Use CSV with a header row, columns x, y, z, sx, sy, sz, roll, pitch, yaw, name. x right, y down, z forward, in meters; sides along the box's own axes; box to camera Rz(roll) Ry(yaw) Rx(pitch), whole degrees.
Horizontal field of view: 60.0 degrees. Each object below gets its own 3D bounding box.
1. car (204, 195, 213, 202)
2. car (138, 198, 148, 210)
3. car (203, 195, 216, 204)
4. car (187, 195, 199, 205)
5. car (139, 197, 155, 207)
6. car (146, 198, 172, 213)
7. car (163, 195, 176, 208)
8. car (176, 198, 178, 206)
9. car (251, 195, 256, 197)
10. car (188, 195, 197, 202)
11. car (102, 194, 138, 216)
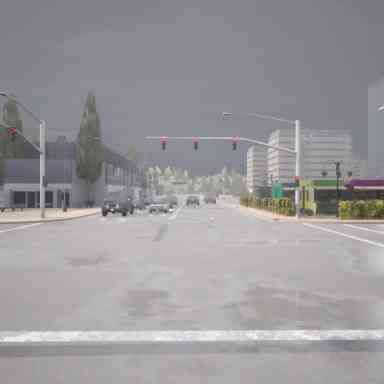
x,y,z,sx,sy,sz,roll,pitch,yaw,name
3.557,1.397,73.872,1.812,1.442,4.674,0,0,0,car
-7.067,1.491,42.275,2.128,1.511,4.902,0,0,0,car
3.549,1.491,63.596,2.128,1.511,4.902,0,0,0,car
0.148,1.353,58.819,2.097,1.767,4.553,0,0,0,car
-7.050,1.564,52.232,1.994,1.385,4.181,0,0,0,car
-3.572,1.601,36.725,1.895,1.301,4.718,0,0,0,car
-3.563,1.505,46.040,1.837,1.490,4.892,0,0,0,car
-3.540,1.352,55.904,2.097,1.767,4.553,0,0,0,car
17.836,1.153,86.753,4.605,1.855,1.932,0,0,-1,car
0.060,1.478,73.864,1.882,1.535,5.008,0,0,0,car
-7.088,1.221,32.387,2.150,2.045,5.566,0,0,1,car
